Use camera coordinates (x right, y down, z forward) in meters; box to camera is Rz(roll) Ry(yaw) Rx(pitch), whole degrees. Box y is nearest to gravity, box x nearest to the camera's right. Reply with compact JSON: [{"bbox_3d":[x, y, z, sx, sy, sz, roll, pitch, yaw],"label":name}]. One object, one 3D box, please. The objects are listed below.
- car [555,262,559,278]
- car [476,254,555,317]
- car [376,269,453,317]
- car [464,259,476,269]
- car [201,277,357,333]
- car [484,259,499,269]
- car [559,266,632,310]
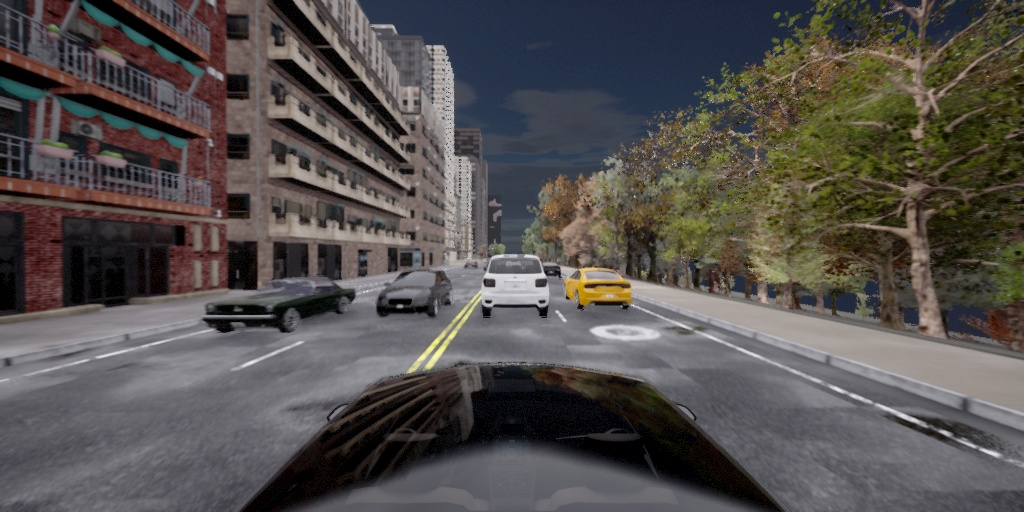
[{"bbox_3d":[3.351,1.215,33.144,1.882,1.535,5.008,0,0,0],"label":"car"},{"bbox_3d":[0.100,0.966,13.287,2.150,2.045,5.566,0,0,0],"label":"car"},{"bbox_3d":[-3.350,1.249,13.123,1.837,1.490,4.892,0,0,0],"label":"car"},{"bbox_3d":[-6.501,1.266,57.577,1.812,1.442,4.674,0,0,0],"label":"car"},{"bbox_3d":[-6.601,1.346,10.849,1.895,1.301,4.718,0,0,0],"label":"car"},{"bbox_3d":[-3.250,1.250,57.726,2.128,1.511,4.902,0,0,0],"label":"car"},{"bbox_3d":[3.350,1.221,14.789,1.882,1.535,5.008,0,0,0],"label":"car"}]
